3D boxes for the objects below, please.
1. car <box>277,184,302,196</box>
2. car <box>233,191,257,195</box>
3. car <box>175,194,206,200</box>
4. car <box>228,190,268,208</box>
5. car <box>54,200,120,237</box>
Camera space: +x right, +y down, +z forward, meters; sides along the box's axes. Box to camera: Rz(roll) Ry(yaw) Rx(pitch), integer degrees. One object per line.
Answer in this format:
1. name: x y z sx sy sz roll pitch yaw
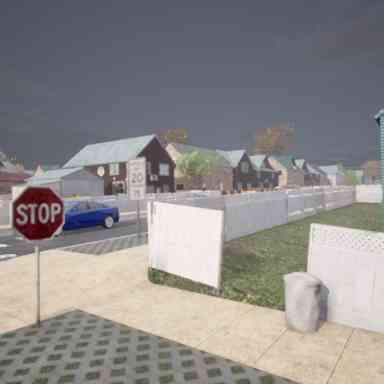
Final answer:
1. car: 12.296 0.087 42.330 2.150 2.045 5.566 -1 0 36
2. car: 3.614 0.863 24.964 2.033 1.411 5.357 -1 1 35
3. car: -0.189 0.919 24.657 1.882 1.535 5.008 -1 1 35
4. car: 5.628 0.648 32.918 1.882 1.535 5.008 -1 1 35
5. car: -5.862 1.185 16.524 1.882 1.535 5.008 -1 1 34
